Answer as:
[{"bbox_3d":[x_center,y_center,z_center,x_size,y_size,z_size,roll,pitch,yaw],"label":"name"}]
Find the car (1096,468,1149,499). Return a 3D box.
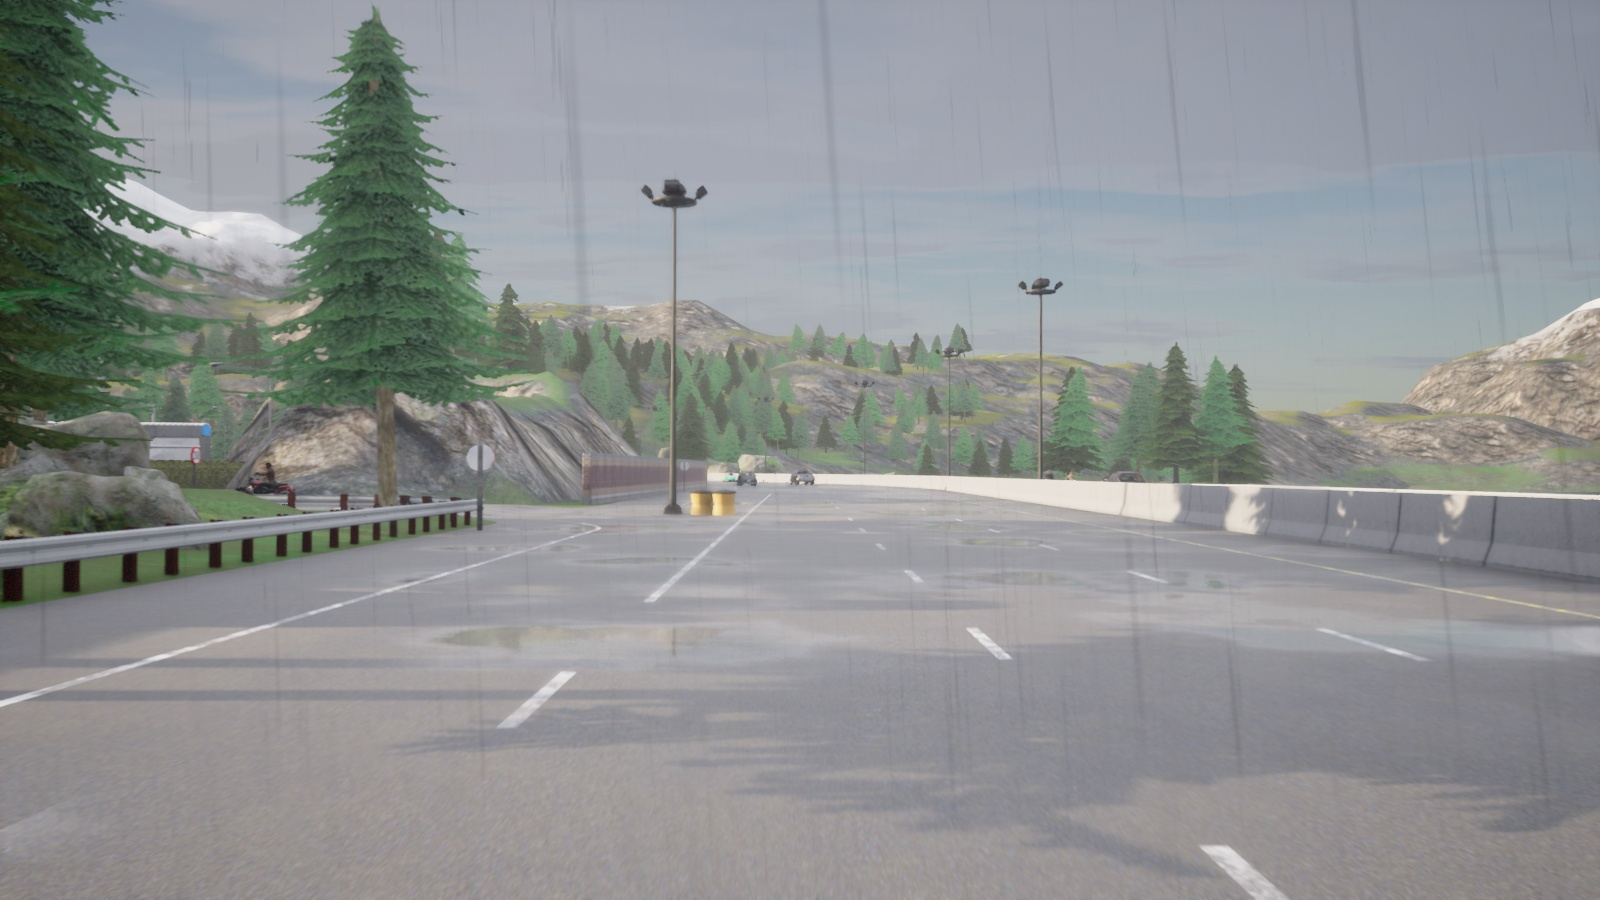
[{"bbox_3d":[17.341,1.777,67.675,1.851,1.617,3.988,0,-1,0],"label":"car"}]

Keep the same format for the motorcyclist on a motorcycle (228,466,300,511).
[{"bbox_3d":[-20.021,1.435,46.922,2.350,1.649,0.766,0,-1,0],"label":"motorcyclist on a motorcycle"}]
